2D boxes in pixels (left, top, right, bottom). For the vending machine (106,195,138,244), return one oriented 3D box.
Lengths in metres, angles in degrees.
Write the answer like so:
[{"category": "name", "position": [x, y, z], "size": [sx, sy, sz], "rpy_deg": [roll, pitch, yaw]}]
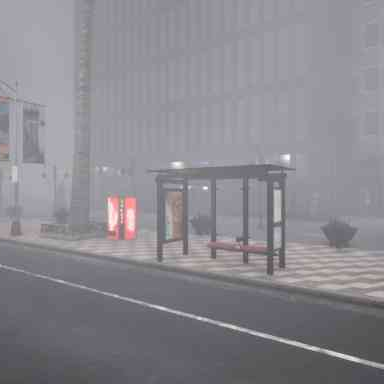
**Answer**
[{"category": "vending machine", "position": [-3.186, 1.195, 15.179], "size": [0.880, 2.100, 1.100], "rpy_deg": [0, 0, 35]}]
